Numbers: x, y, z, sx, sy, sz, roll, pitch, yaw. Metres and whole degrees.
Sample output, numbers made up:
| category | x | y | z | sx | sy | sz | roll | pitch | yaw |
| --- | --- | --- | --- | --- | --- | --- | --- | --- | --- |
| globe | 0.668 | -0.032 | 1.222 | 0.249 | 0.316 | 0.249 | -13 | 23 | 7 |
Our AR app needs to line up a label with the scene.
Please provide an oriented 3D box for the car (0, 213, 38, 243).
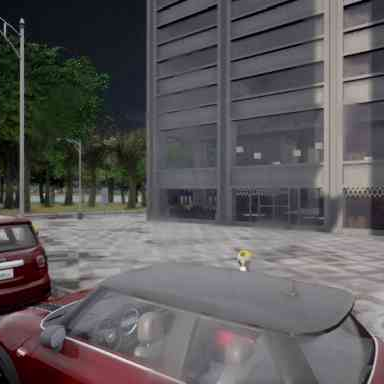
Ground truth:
| category | x | y | z | sx | sy | sz | roll | pitch | yaw |
| --- | --- | --- | --- | --- | --- | --- | --- | --- | --- |
| car | -4.744 | 1.315 | 6.346 | 5.009 | 1.841 | 2.192 | 0 | 0 | 35 |

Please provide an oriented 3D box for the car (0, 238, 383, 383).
| category | x | y | z | sx | sy | sz | roll | pitch | yaw |
| --- | --- | --- | --- | --- | --- | --- | --- | --- | --- |
| car | -0.316 | 1.440 | 3.189 | 4.097 | 1.590 | 1.967 | 0 | 0 | 35 |
